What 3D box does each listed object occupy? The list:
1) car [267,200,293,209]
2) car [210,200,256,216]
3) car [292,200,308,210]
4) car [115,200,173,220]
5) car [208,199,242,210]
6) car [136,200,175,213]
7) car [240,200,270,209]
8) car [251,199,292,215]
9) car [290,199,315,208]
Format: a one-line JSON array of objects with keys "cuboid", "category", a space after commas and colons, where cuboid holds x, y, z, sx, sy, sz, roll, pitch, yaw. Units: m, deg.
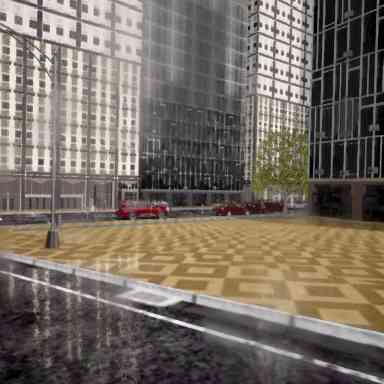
[{"cuboid": [14.247, 1.933, 53.699, 4.206, 1.307, 1.802, 1, 1, -34], "category": "car"}, {"cuboid": [4.661, 1.964, 37.591, 4.507, 1.381, 1.887, 1, 1, -34], "category": "car"}, {"cuboid": [16.253, 2.080, 51.968, 4.718, 1.301, 1.895, 1, 1, -34], "category": "car"}, {"cuboid": [-4.690, 1.643, 31.184, 5.009, 1.841, 2.192, 1, 1, -34], "category": "car"}, {"cuboid": [4.751, 1.783, 47.199, 4.829, 1.417, 1.752, 1, 1, -34], "category": "car"}, {"cuboid": [-4.466, 1.717, 40.892, 4.403, 1.369, 2.008, 1, 1, -34], "category": "car"}, {"cuboid": [9.569, 1.871, 50.497, 4.313, 1.339, 1.947, 1, 1, -34], "category": "car"}, {"cuboid": [9.344, 1.781, 40.788, 5.009, 1.841, 2.192, 1, 1, -34], "category": "car"}, {"cuboid": [18.926, 1.964, 56.900, 4.313, 1.339, 1.947, 1, 1, -34], "category": "car"}]
